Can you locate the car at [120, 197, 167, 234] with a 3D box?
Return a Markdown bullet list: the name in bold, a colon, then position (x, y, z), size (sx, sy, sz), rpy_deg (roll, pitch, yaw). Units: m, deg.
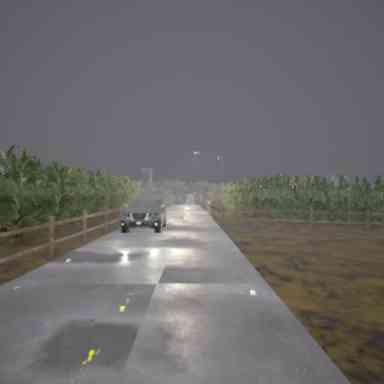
- **car**: position (-2.793, 1.311, 20.373), size (2.150, 2.045, 5.566), rpy_deg (0, -1, 1)
